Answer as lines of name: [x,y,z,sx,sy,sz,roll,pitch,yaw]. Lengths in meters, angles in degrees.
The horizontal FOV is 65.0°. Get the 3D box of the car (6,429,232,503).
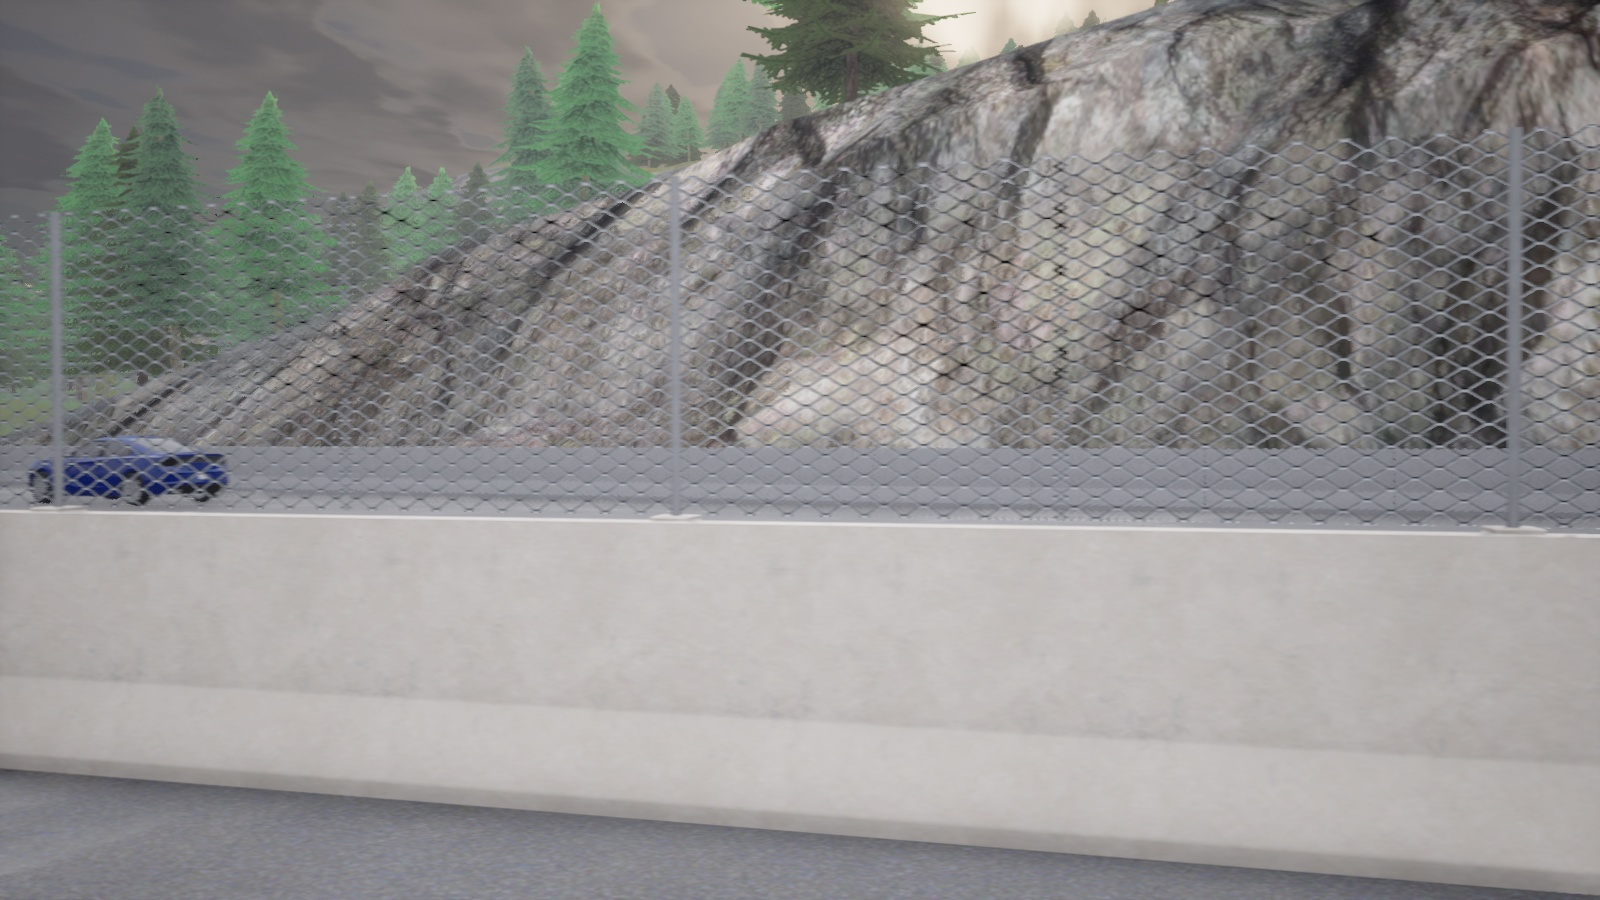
car: [-15.358,0.300,28.280,5.008,1.535,1.882,1,1,26]
